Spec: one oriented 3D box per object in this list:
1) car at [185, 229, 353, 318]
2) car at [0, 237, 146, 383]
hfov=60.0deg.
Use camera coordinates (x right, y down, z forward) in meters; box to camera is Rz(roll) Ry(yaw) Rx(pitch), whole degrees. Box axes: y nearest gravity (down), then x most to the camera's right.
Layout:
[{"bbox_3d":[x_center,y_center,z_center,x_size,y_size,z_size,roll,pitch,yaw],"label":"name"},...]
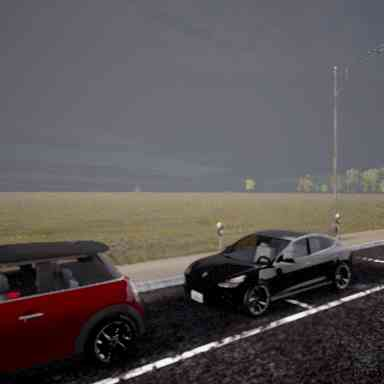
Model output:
[{"bbox_3d":[1.872,1.557,7.422,4.313,1.339,1.947,0,1,-35],"label":"car"},{"bbox_3d":[-2.731,1.440,4.138,4.097,1.590,1.967,0,1,-35],"label":"car"}]
